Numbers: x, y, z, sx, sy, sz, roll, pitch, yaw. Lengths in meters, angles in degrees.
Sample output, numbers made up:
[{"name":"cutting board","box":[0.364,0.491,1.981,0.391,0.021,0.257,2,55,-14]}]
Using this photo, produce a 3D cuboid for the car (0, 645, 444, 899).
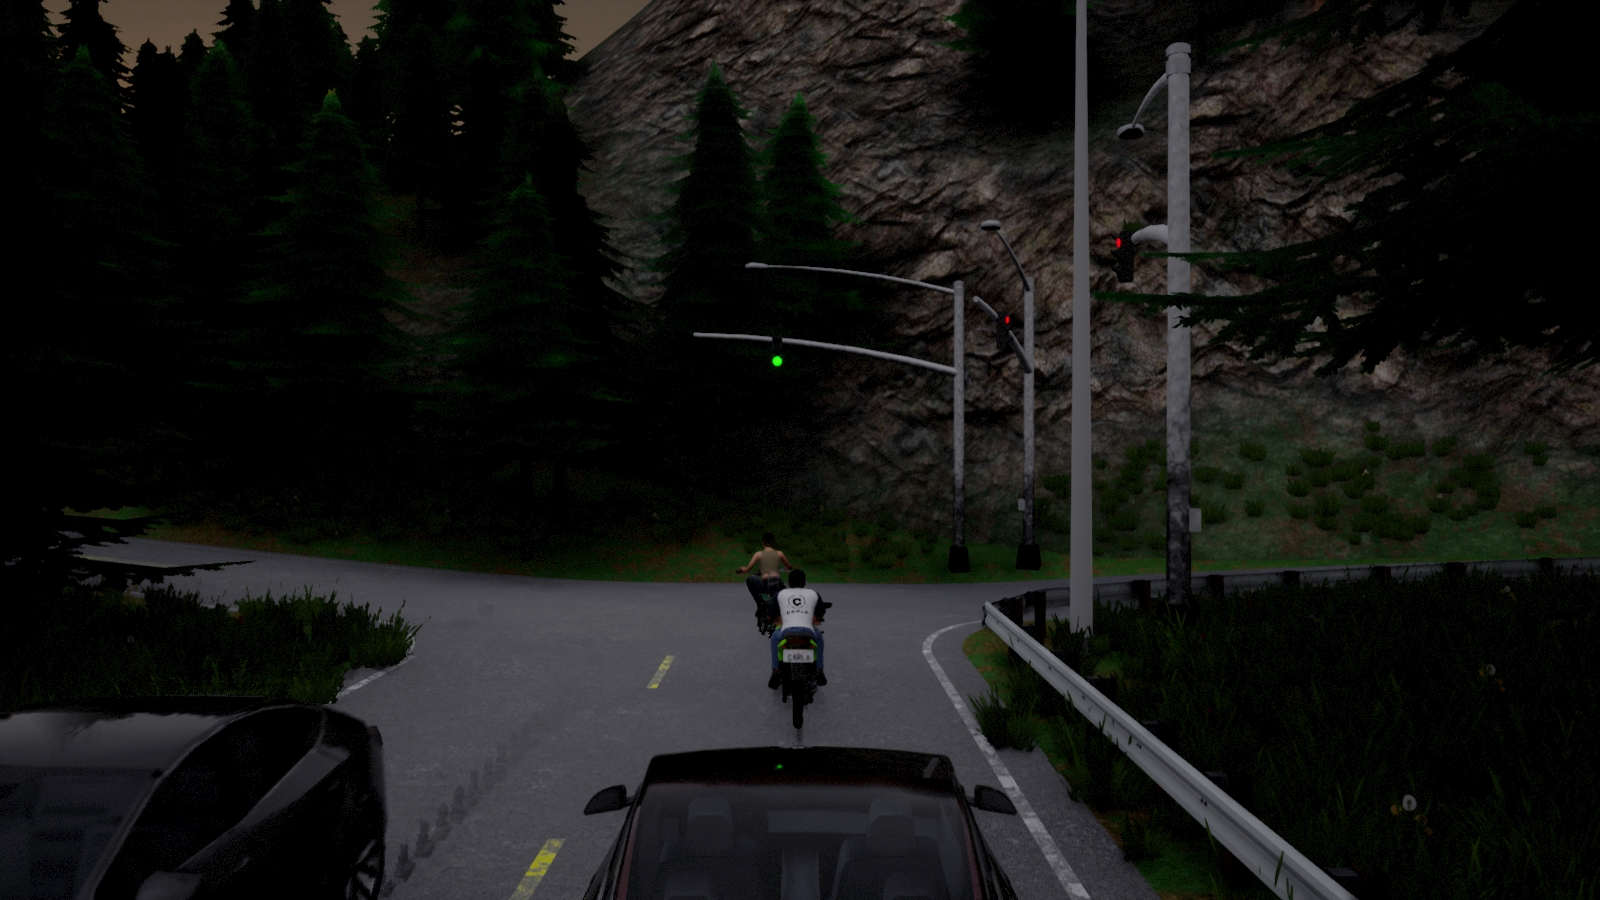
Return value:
[{"name":"car","box":[-3.481,2.060,5.290,2.163,1.488,4.792,0,0,0]}]

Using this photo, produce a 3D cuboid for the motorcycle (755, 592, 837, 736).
[{"name":"motorcycle","box":[-0.049,2.208,12.116,0.803,1.145,2.033,0,0,-1]}]

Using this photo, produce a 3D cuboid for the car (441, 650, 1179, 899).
[{"name":"car","box":[0.030,2.060,5.125,2.163,1.488,4.792,0,0,0]}]
